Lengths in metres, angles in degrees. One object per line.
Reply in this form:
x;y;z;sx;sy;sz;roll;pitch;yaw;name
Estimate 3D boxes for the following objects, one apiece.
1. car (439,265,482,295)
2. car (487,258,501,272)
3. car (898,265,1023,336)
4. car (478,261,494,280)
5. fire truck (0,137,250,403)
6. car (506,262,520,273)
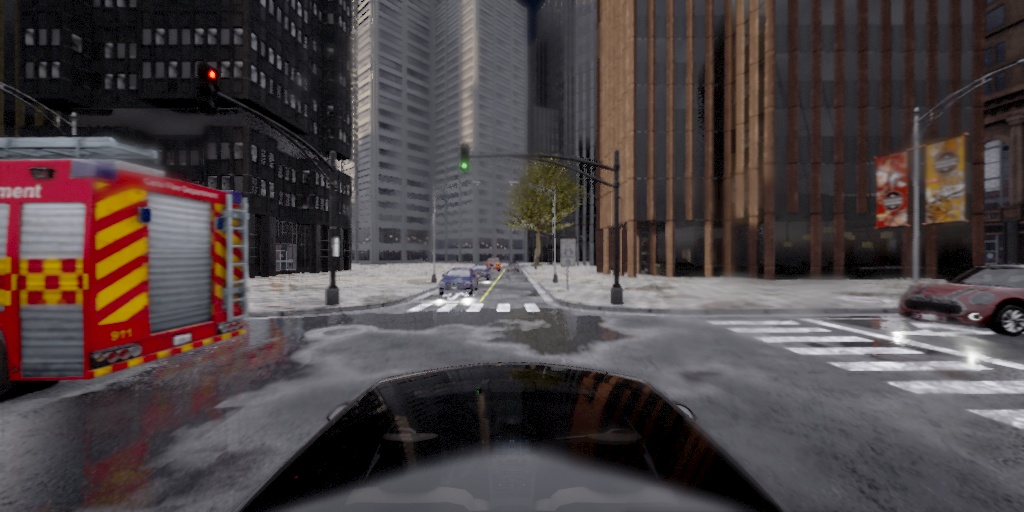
-3.034;1.425;21.065;1.812;1.442;4.674;0;0;0;car
-2.836;1.333;53.998;2.150;2.045;5.566;0;-1;1;car
13.323;1.019;9.544;4.553;1.767;2.097;0;0;0;car
-2.975;1.522;34.353;1.812;1.442;4.674;0;0;0;car
-9.703;0.168;6.152;8.468;3.827;2.891;-1;0;0;fire truck
0.179;1.648;51.777;2.033;1.411;5.357;0;0;0;car
